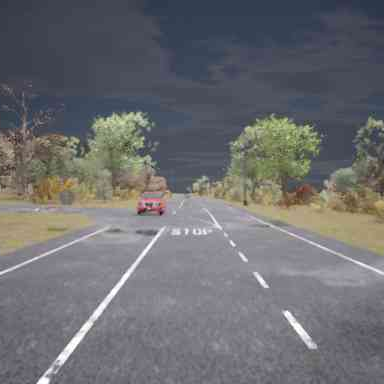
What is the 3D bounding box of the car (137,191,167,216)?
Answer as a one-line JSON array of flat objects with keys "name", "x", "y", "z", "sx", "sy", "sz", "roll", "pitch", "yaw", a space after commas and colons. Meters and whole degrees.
[{"name": "car", "x": -3.475, "y": 0.971, "z": 29.559, "sx": 2.150, "sy": 2.045, "sz": 5.566, "roll": 1, "pitch": 0, "yaw": 0}]
